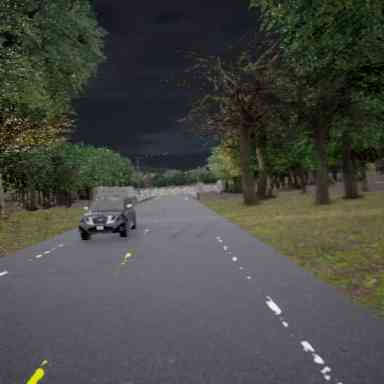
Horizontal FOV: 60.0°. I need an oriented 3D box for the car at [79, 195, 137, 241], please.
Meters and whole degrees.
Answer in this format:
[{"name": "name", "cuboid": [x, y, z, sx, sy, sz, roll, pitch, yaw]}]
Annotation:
[{"name": "car", "cuboid": [-4.325, 1.253, 17.898, 2.150, 2.045, 5.566, -3, 1, -2]}]
